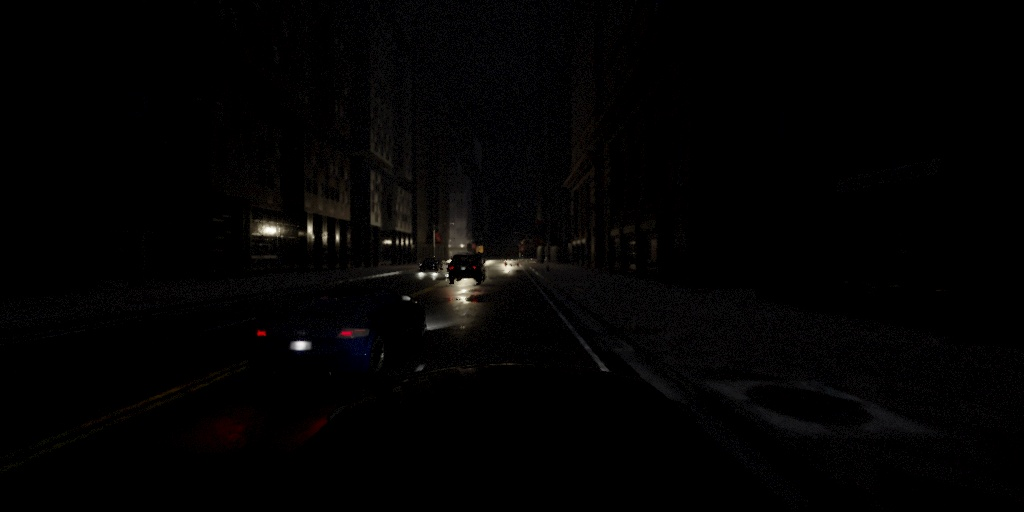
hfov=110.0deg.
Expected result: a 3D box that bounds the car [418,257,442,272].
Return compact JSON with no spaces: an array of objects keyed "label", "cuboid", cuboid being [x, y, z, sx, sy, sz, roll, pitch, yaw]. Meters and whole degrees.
[{"label":"car","cuboid":[-9.831,0.986,43.449,2.097,1.767,4.553,0,0,0]}]

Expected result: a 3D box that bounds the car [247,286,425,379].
[{"label":"car","cuboid":[-3.150,1.297,7.352,1.994,1.385,4.181,0,0,0]}]

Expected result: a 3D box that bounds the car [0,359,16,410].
[{"label":"car","cuboid":[-6.600,1.101,1.949,2.097,1.767,4.553,0,0,0]}]

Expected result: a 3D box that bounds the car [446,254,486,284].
[{"label":"car","cuboid":[-3.149,0.903,25.841,2.150,2.045,5.566,0,0,0]}]

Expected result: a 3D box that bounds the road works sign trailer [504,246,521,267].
[{"label":"road works sign trailer","cuboid":[0.002,0.067,59.601,2.380,3.560,2.880,0,0,0]}]
